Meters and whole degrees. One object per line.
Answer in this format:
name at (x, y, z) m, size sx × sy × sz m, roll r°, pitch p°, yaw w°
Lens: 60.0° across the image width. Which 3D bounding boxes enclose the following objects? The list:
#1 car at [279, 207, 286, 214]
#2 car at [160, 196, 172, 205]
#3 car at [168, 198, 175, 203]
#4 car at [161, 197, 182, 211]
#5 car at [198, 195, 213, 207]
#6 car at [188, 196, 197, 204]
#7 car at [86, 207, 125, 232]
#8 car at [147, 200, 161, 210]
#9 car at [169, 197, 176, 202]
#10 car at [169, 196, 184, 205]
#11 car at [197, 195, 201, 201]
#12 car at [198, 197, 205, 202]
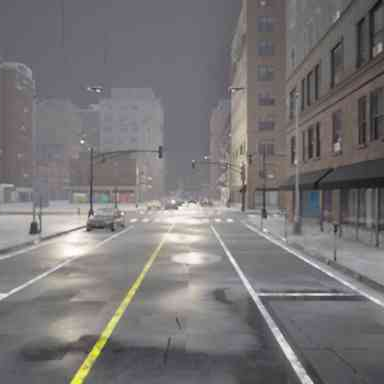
car at (12.173, 1.837, 35.767) m, size 5.357 × 1.411 × 2.033 m, roll 0°, pitch 0°, yaw 0°
car at (-5.385, 1.753, 70.635) m, size 2.192 × 1.841 × 5.009 m, roll 0°, pitch 0°, yaw 0°
car at (-5.385, 2.127, 87.619) m, size 1.802 × 1.307 × 4.206 m, roll 0°, pitch 0°, yaw 0°
car at (-2.832, 1.836, 46.642) m, size 2.033 × 1.411 × 5.357 m, roll 0°, pitch 0°, yaw -1°
car at (2.639, 1.807, 59.309) m, size 1.967 × 1.590 × 4.097 m, roll 0°, pitch 0°, yaw 0°
car at (0.004, 2.063, 75.300) m, size 1.895 × 1.301 × 4.718 m, roll 0°, pitch 0°, yaw 0°
car at (-5.387, 1.681, 21.141) m, size 2.008 × 1.369 × 4.403 m, roll 0°, pitch 0°, yaw 0°
car at (-5.386, 1.821, 47.816) m, size 1.752 × 1.417 × 4.829 m, roll 0°, pitch 0°, yaw 0°
car at (-5.384, 2.105, 93.111) m, size 1.752 × 1.417 × 4.829 m, roll 0°, pitch 0°, yaw 0°
car at (-2.824, 1.890, 58.724) m, size 1.812 × 1.442 × 4.674 m, roll 0°, pitch 0°, yaw 1°
car at (2.640, 1.718, 64.972) m, size 2.192 × 1.841 × 5.009 m, roll 0°, pitch 0°, yaw 0°
car at (2.640, 2.131, 93.280) m, size 2.008 × 1.369 × 4.403 m, roll 0°, pitch 0°, yaw 0°
